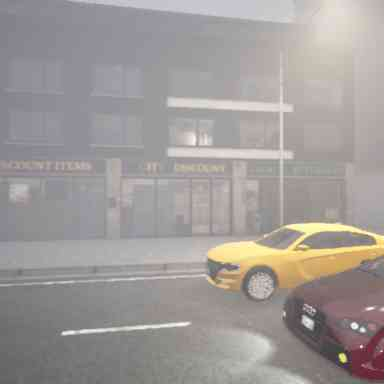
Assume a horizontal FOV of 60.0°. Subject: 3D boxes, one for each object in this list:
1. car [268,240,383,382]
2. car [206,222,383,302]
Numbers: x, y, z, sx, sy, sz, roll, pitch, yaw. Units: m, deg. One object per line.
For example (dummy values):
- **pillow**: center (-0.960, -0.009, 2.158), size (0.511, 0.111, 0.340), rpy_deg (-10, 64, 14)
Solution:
- **car**: center (3.529, 1.587, 4.891), size (4.181, 1.385, 1.994), rpy_deg (0, 0, -11)
- **car**: center (2.825, 1.517, 8.064), size (5.008, 1.535, 1.882), rpy_deg (0, 0, -11)
